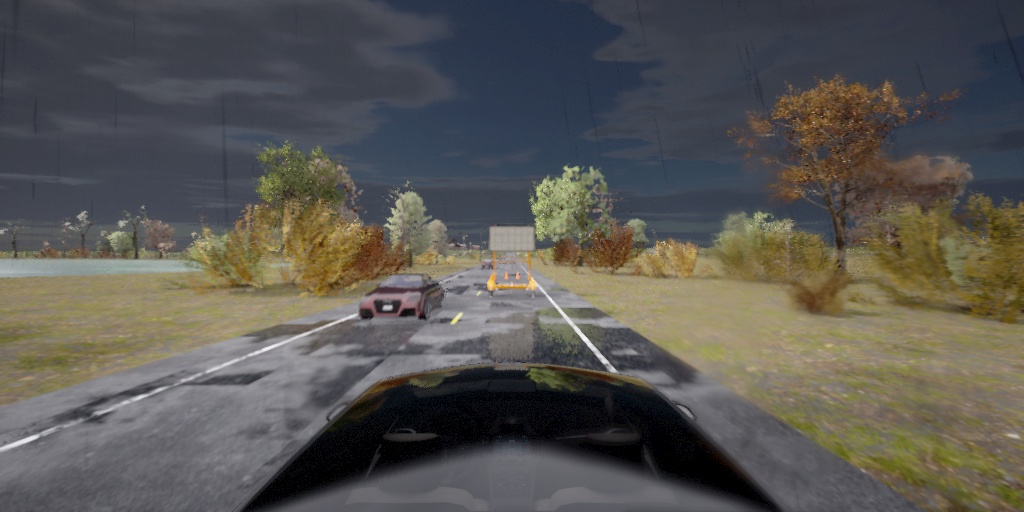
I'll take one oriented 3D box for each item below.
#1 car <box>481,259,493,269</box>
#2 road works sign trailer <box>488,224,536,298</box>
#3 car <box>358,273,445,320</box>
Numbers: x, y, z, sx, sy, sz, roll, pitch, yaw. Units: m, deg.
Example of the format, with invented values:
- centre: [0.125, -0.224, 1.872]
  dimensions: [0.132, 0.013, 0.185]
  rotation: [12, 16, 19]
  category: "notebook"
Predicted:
- centre: [-3.571, 1.151, 53.605]
  dimensions: [1.812, 1.442, 4.674]
  rotation: [0, 0, 0]
  category: "car"
- centre: [-0.001, 0.190, 18.319]
  dimensions: [2.380, 3.560, 2.880]
  rotation: [0, 0, 0]
  category: "road works sign trailer"
- centre: [-3.600, 1.300, 12.366]
  dimensions: [1.994, 1.385, 4.181]
  rotation: [0, 0, 0]
  category: "car"
